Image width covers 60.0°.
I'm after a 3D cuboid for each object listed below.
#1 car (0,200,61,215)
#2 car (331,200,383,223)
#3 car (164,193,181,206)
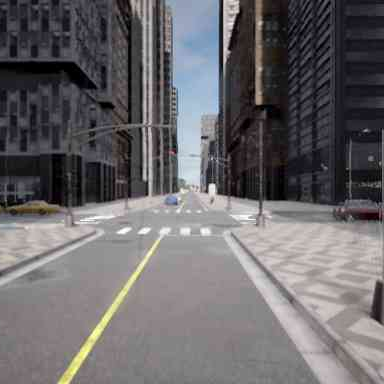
[{"bbox_3d":[-15.019,1.428,31.483,4.829,1.417,1.752,0,0,0],"label":"car"},{"bbox_3d":[11.893,1.284,22.796,4.097,1.590,1.967,0,0,0],"label":"car"},{"bbox_3d":[-3.079,1.252,49.812,1.882,1.535,5.008,0,0,0],"label":"car"}]
